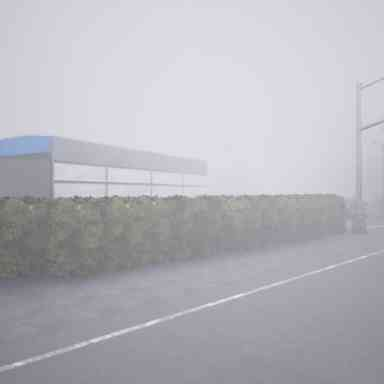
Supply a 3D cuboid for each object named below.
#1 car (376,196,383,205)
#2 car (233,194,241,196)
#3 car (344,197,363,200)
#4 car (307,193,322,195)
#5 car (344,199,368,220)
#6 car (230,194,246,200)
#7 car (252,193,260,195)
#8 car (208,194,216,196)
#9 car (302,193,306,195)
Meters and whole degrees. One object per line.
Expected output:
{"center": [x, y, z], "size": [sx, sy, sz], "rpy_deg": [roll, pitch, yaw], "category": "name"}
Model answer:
{"center": [31.434, 1.384, 54.012], "size": [3.806, 1.475, 1.970], "rpy_deg": [0, 0, -41], "category": "car"}
{"center": [8.820, 1.298, 63.597], "size": [4.514, 1.523, 2.007], "rpy_deg": [0, 0, -41], "category": "car"}
{"center": [19.236, 1.339, 39.639], "size": [4.514, 1.523, 2.007], "rpy_deg": [0, 0, -41], "category": "car"}
{"center": [27.032, 1.097, 70.782], "size": [4.605, 1.855, 1.932], "rpy_deg": [0, 0, -41], "category": "car"}
{"center": [11.586, 1.547, 27.678], "size": [2.033, 1.411, 5.357], "rpy_deg": [0, 0, -30], "category": "car"}
{"center": [12.092, 1.232, 87.107], "size": [3.806, 1.475, 1.970], "rpy_deg": [0, 0, -41], "category": "car"}
{"center": [16.510, 1.153, 82.442], "size": [5.027, 1.636, 2.152], "rpy_deg": [0, 0, -41], "category": "car"}
{"center": [4.355, 1.298, 85.307], "size": [4.514, 1.523, 2.007], "rpy_deg": [0, 0, -41], "category": "car"}
{"center": [24.829, 1.077, 72.721], "size": [3.866, 1.878, 1.905], "rpy_deg": [0, 0, -41], "category": "car"}
